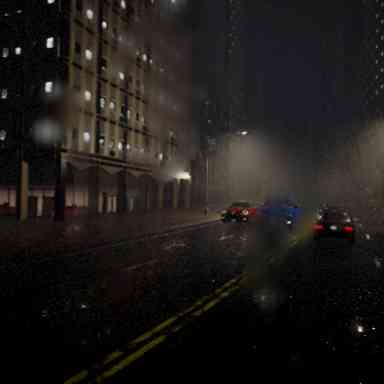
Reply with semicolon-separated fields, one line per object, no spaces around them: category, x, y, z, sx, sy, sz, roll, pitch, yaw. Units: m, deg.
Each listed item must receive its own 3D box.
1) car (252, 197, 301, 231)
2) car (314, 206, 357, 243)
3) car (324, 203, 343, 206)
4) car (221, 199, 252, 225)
car;5.896;1.337;22.121;2.150;2.045;5.566;1;0;24
car;7.383;1.669;17.102;2.033;1.411;5.357;1;0;25
car;15.010;1.825;35.248;1.994;1.385;4.181;1;0;21
car;3.821;1.450;25.514;2.097;1.767;4.553;1;0;24
